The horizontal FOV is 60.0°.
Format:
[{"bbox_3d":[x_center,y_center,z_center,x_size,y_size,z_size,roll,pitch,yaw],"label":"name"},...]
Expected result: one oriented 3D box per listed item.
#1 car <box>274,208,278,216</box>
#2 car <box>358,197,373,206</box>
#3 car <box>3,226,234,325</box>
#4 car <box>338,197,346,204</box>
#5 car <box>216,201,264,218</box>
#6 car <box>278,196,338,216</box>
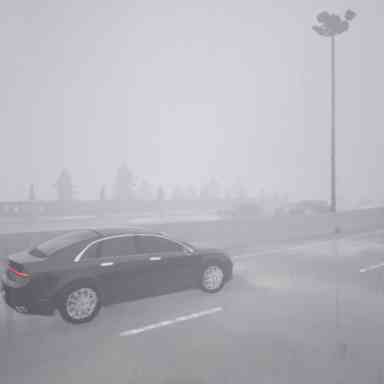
[{"bbox_3d":[9.119,1.595,30.161,1.994,1.385,4.181,0,0,42],"label":"car"},{"bbox_3d":[31.130,1.701,59.760,2.128,1.511,4.902,0,0,19],"label":"car"},{"bbox_3d":[-1.253,1.505,7.155,4.892,1.490,1.837,0,0,-36],"label":"car"},{"bbox_3d":[29.625,1.713,66.735,1.837,1.490,4.892,0,0,15],"label":"car"},{"bbox_3d":[4.507,1.573,30.301,2.033,1.411,5.357,0,0,45],"label":"car"},{"bbox_3d":[8.700,1.371,24.722,2.097,1.767,4.553,0,0,44],"label":"car"}]
